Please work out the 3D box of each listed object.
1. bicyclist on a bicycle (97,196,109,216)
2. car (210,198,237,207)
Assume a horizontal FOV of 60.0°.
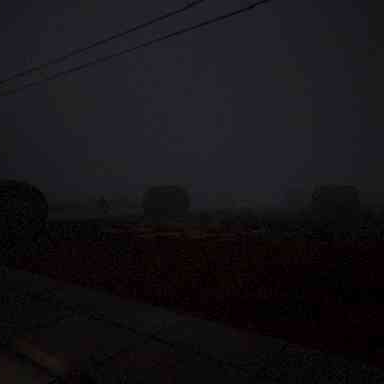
[{"bbox_3d":[-7.368,1.195,27.426,1.656,1.620,0.582,0,0,38],"label":"bicyclist on a bicycle"},{"bbox_3d":[4.686,1.486,48.888,1.895,1.301,4.718,0,0,39],"label":"car"}]
